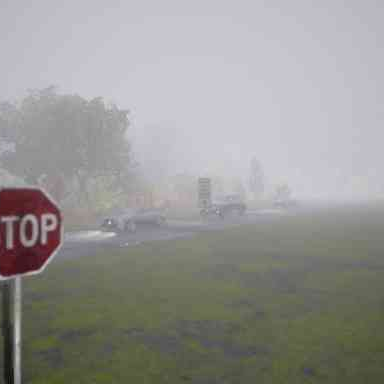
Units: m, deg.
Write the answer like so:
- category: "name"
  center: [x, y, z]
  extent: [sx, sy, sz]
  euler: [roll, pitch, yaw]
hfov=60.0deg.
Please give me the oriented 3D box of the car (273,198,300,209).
- category: "car"
  center: [11.718, 1.402, 41.390]
  extent: [1.895, 1.301, 4.718]
  euler: [0, 0, 37]

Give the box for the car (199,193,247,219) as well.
- category: "car"
  center: [2.834, 1.158, 29.380]
  extent: [2.150, 2.045, 5.566]
  euler: [0, 0, 36]

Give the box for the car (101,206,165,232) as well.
- category: "car"
  center: [-3.563, 1.593, 20.694]
  extent: [1.994, 1.385, 4.181]
  euler: [0, 0, 36]
